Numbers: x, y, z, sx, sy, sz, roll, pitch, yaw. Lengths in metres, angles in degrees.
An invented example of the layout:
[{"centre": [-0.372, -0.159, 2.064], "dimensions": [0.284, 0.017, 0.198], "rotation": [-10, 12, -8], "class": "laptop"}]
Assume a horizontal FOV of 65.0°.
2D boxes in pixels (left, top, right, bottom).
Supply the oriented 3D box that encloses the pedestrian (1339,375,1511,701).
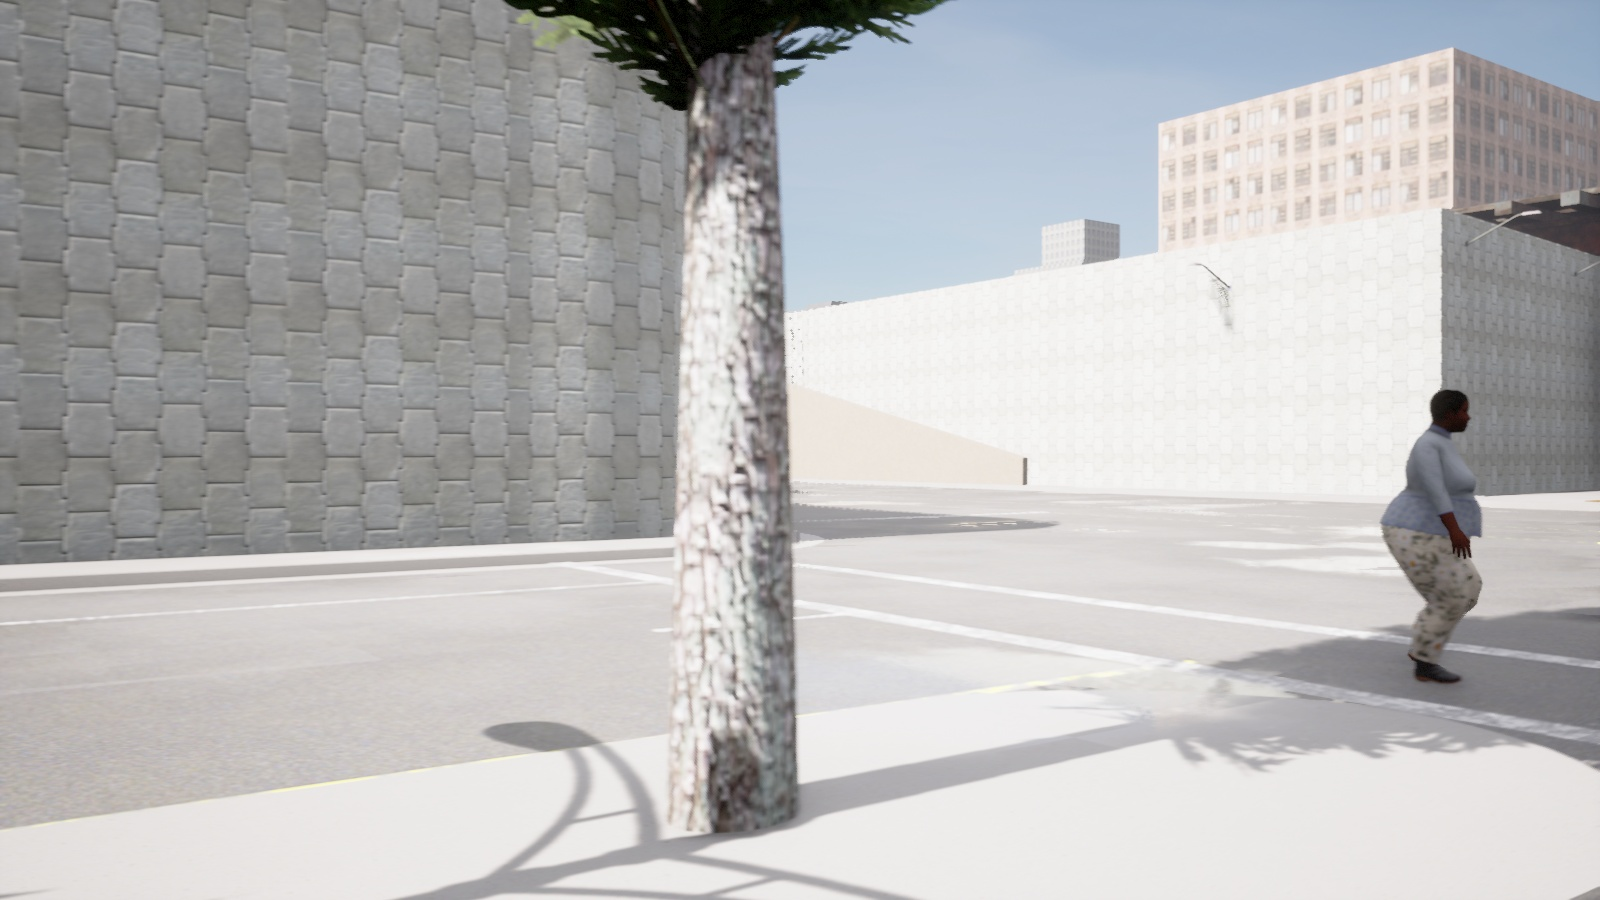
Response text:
[{"centre": [3.849, 0.501, 7.745], "dimensions": [0.900, 1.855, 0.874], "rotation": [0, 0, 27], "class": "pedestrian"}]
